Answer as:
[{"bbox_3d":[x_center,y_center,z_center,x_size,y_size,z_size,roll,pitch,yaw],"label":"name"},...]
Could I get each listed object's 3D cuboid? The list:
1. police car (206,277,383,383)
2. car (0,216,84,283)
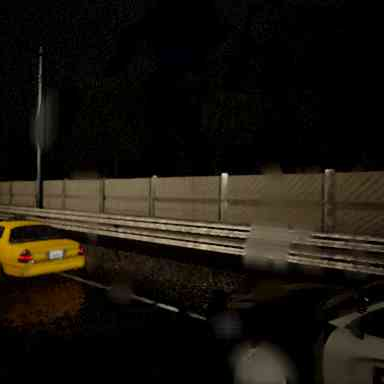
[{"bbox_3d":[2.476,1.490,3.266,5.238,1.638,1.930,0,-1,40],"label":"police car"},{"bbox_3d":[-5.255,1.475,9.733,5.366,1.575,1.801,0,-1,40],"label":"car"}]
